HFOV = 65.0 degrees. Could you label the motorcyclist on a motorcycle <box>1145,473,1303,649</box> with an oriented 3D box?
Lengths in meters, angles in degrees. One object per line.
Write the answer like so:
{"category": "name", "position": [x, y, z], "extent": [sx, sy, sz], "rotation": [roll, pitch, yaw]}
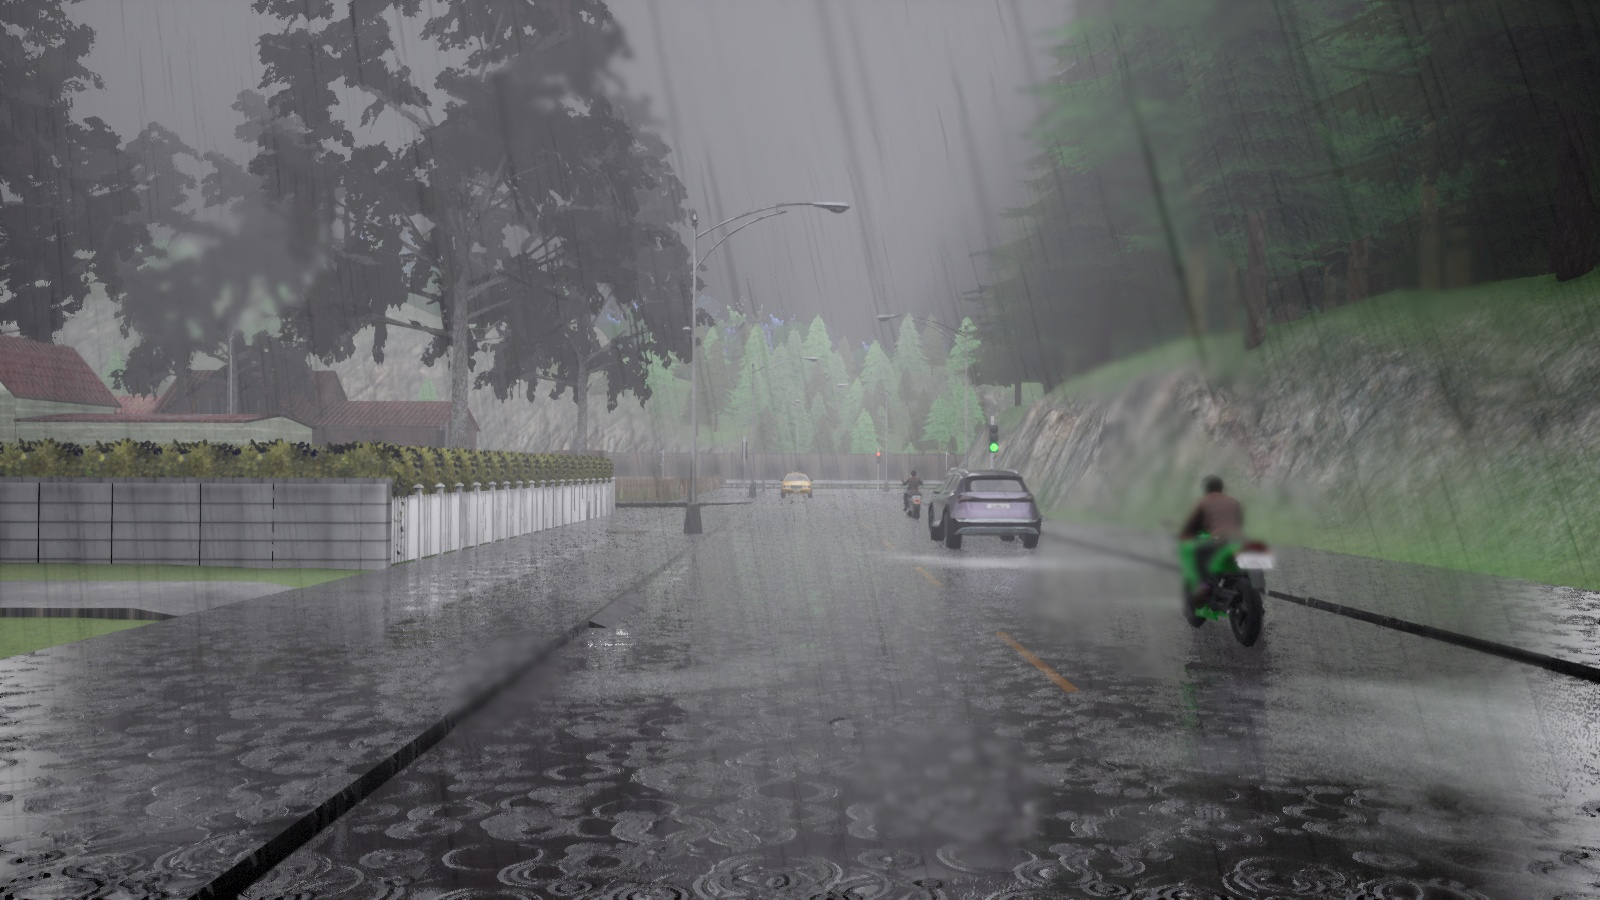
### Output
{"category": "motorcyclist on a motorcycle", "position": [3.970, 0.981, 11.950], "extent": [0.797, 1.523, 2.044], "rotation": [0, -1, 0]}

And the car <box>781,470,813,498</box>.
{"category": "car", "position": [-0.184, 1.989, 73.693], "extent": [1.801, 1.575, 5.366], "rotation": [0, -1, 0]}

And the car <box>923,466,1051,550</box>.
{"category": "car", "position": [3.932, 1.185, 27.201], "extent": [2.033, 1.649, 4.856], "rotation": [0, -1, 0]}

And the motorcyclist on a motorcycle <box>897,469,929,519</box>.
{"category": "motorcyclist on a motorcycle", "position": [3.810, 1.461, 42.447], "extent": [0.766, 1.649, 2.350], "rotation": [0, -1, -2]}
